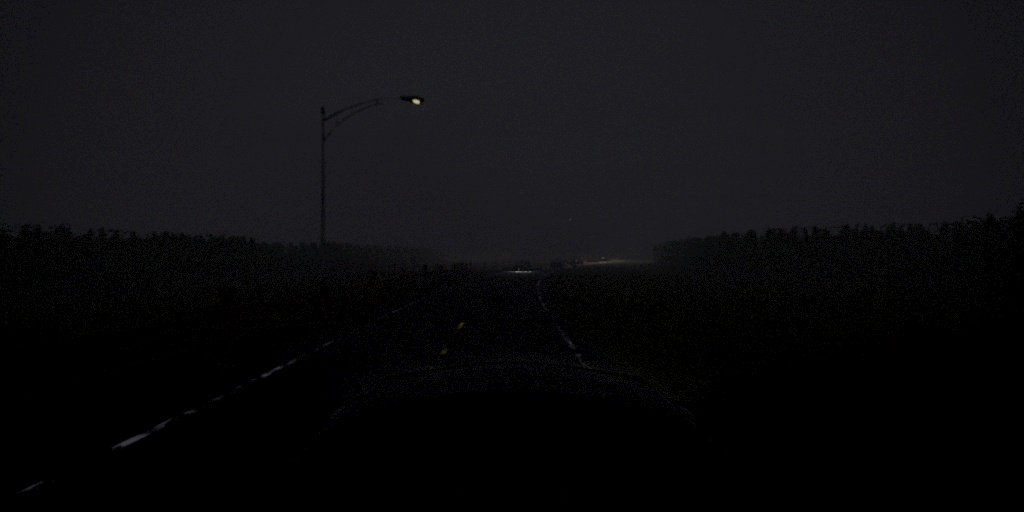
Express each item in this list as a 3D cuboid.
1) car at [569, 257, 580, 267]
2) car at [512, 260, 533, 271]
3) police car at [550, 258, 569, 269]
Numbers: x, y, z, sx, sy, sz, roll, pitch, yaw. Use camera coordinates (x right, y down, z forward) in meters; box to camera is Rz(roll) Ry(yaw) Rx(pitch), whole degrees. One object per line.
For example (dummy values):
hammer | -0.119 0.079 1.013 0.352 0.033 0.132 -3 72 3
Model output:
car | 10.227 1.137 64.127 1.882 1.535 5.008 0 0 21
car | 1.500 1.265 48.369 2.033 1.411 5.357 0 0 14
police car | 7.058 1.117 54.919 1.930 1.638 5.238 0 0 17
